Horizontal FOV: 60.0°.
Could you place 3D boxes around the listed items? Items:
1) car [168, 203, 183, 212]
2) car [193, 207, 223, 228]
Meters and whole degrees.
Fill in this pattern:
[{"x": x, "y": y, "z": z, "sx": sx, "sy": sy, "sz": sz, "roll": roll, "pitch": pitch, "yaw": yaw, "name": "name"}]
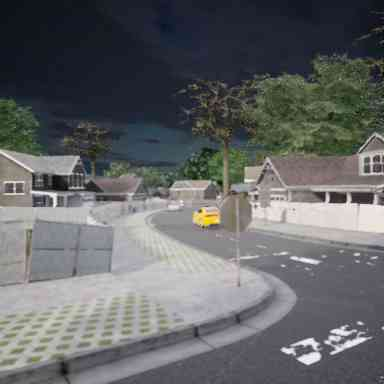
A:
[{"x": -2.702, "y": 2.441, "z": 53.553, "sx": 1.812, "sy": 1.442, "sz": 4.674, "roll": -1, "pitch": -1, "yaw": 7, "name": "car"}, {"x": 1.354, "y": 1.960, "z": 26.555, "sx": 1.882, "sy": 1.535, "sz": 5.008, "roll": -1, "pitch": -1, "yaw": -10, "name": "car"}]
